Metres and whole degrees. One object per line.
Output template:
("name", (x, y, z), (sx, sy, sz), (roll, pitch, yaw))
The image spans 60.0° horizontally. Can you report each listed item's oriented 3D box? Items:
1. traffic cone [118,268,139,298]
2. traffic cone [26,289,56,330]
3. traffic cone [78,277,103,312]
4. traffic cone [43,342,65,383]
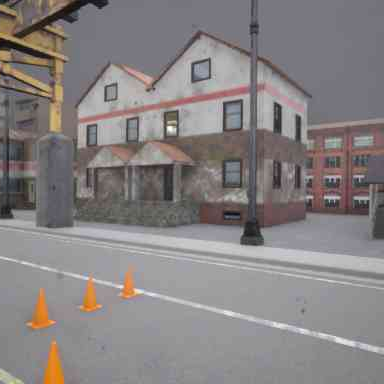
("traffic cone", (-1.386, 1.949, 7.260), (0.340, 0.580, 0.340), (0, 0, 36))
("traffic cone", (-2.557, 1.949, 5.638), (0.340, 0.580, 0.340), (0, 0, 36))
("traffic cone", (-1.972, 1.949, 6.449), (0.340, 0.580, 0.340), (0, 0, 36))
("traffic cone", (-1.520, 1.952, 3.657), (0.340, 0.580, 0.340), (0, 0, 36))
